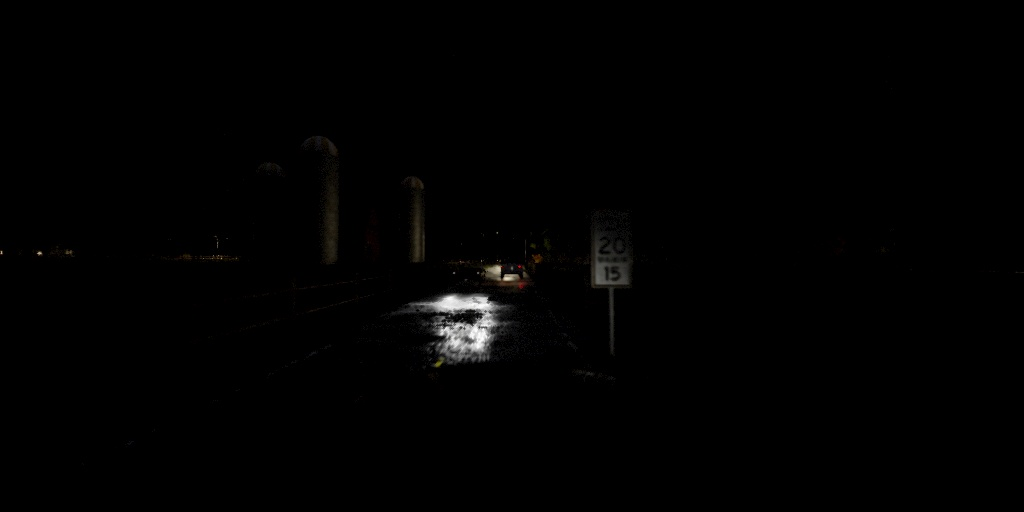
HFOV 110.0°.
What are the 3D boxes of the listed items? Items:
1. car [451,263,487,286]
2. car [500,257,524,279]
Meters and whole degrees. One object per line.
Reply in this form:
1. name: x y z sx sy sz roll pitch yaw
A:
1. car: -2.749 1.116 23.649 1.895 1.301 4.718 0 0 0
2. car: 0.000 1.153 34.902 2.150 2.045 5.566 0 0 0
